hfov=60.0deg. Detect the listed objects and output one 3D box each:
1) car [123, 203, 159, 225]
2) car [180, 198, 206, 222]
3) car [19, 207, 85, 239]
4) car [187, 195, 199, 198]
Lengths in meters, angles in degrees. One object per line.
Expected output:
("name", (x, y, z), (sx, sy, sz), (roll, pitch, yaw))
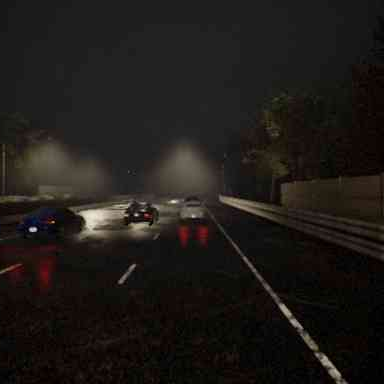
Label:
("car", (-3.396, 1.460, 22.881), (2.033, 1.411, 5.357), (0, 0, 0))
("car", (0.099, 1.431, 24.917), (1.812, 1.442, 4.674), (0, 0, 0))
("car", (-6.901, 1.460, 16.747), (1.812, 1.442, 4.674), (0, 0, 0))
("car", (0.099, 1.202, 41.605), (2.097, 1.767, 4.553), (0, 0, 0))
